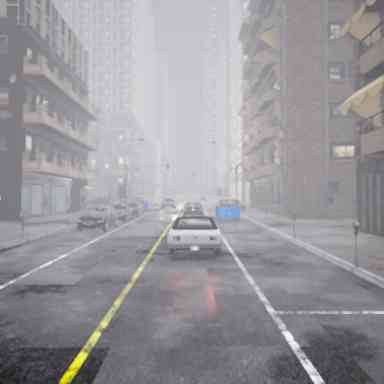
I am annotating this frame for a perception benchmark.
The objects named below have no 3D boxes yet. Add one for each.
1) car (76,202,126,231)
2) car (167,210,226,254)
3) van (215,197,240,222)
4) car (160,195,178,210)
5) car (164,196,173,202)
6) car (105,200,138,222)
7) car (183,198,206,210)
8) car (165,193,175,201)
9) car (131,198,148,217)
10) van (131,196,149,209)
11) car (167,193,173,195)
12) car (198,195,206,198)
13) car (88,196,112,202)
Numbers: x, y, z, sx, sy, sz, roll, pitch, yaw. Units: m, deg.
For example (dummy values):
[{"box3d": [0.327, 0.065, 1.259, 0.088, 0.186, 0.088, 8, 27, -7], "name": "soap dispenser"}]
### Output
[{"box3d": [-5.640, 1.549, 20.300, 2.008, 1.369, 4.403, 1, 0, 0], "name": "car"}, {"box3d": [0.101, 1.600, 13.386, 1.895, 1.301, 4.718, 0, 0, 0], "name": "car"}, {"box3d": [2.712, 1.339, 25.893, 1.690, 1.788, 3.998, 1, 0, 0], "name": "van"}, {"box3d": [-2.995, 1.525, 43.289, 1.812, 1.442, 4.674, 0, 0, 0], "name": "car"}, {"box3d": [-5.667, 1.573, 80.563, 1.802, 1.307, 4.206, 1, 0, 0], "name": "car"}, {"box3d": [-5.640, 1.580, 25.841, 1.802, 1.307, 4.206, 1, 0, 0], "name": "car"}, {"box3d": [0.104, 1.544, 30.578, 2.033, 1.411, 5.357, 0, 0, 0], "name": "car"}, {"box3d": [-5.661, 1.306, 86.138, 2.192, 1.841, 5.009, 1, 0, 0], "name": "car"}, {"box3d": [-5.639, 1.563, 31.381, 1.947, 1.339, 4.313, 1, 0, 0], "name": "car"}, {"box3d": [-5.804, 1.338, 36.922, 1.690, 1.788, 3.998, 1, 0, 0], "name": "van"}, {"box3d": [-5.664, 1.432, 74.988, 1.967, 1.590, 4.097, 1, 0, 0], "name": "car"}, {"box3d": [2.714, 1.573, 86.199, 1.802, 1.307, 4.206, 1, 0, 0], "name": "car"}, {"box3d": [-16.483, 1.491, 59.569, 4.097, 1.590, 1.967, 0, -1, 0], "name": "car"}]
